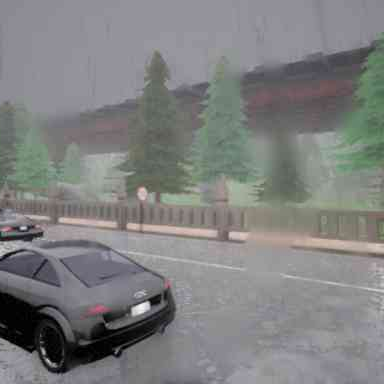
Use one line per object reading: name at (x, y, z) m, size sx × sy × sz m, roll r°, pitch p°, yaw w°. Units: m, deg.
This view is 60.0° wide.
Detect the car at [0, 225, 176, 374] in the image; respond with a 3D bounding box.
car at (-2.316, 1.522, 5.615) m, size 4.181 × 1.385 × 1.994 m, roll 0°, pitch 0°, yaw 36°

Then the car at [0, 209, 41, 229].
car at (-8.610, 1.445, 14.390) m, size 5.357 × 1.411 × 2.033 m, roll 0°, pitch 1°, yaw 35°
